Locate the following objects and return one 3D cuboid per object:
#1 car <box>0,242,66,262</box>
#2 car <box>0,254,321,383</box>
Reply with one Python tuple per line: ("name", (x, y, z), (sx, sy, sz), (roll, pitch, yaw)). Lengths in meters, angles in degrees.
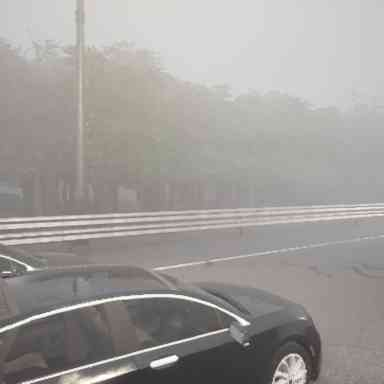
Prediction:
("car", (-3.779, 1.489, 5.341), (4.892, 1.490, 1.837), (-1, 0, -35))
("car", (-0.749, 1.497, 3.199), (4.892, 1.490, 1.837), (0, 0, -35))
